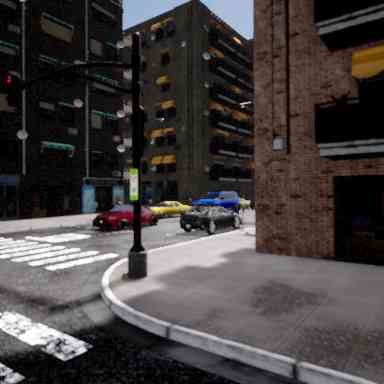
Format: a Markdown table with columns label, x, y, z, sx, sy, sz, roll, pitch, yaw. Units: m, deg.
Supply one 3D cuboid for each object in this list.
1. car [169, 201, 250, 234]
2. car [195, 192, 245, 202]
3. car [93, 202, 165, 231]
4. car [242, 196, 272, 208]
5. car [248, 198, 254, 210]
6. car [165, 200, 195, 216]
| label | x | y | z | sx | sy | sz | roll | pitch | yaw |
| --- | --- | --- | --- | --- | --- | --- | --- | --- | --- |
| car | 1.093 | 1.402 | 17.963 | 2.008 | 1.369 | 4.403 | 0 | 1 | 36 |
| car | 2.155 | 1.007 | 28.642 | 2.150 | 2.045 | 5.566 | -1 | 0 | 36 |
| car | -3.936 | 1.477 | 20.272 | 1.994 | 1.385 | 4.181 | -1 | 0 | 36 |
| car | 8.050 | 1.205 | 40.917 | 1.947 | 1.339 | 4.313 | 0 | 1 | 36 |
| car | 4.613 | 1.237 | 36.194 | 1.752 | 1.417 | 4.829 | 0 | 1 | 36 |
| car | -2.059 | 1.378 | 27.024 | 1.752 | 1.417 | 4.829 | 0 | 1 | 36 |
